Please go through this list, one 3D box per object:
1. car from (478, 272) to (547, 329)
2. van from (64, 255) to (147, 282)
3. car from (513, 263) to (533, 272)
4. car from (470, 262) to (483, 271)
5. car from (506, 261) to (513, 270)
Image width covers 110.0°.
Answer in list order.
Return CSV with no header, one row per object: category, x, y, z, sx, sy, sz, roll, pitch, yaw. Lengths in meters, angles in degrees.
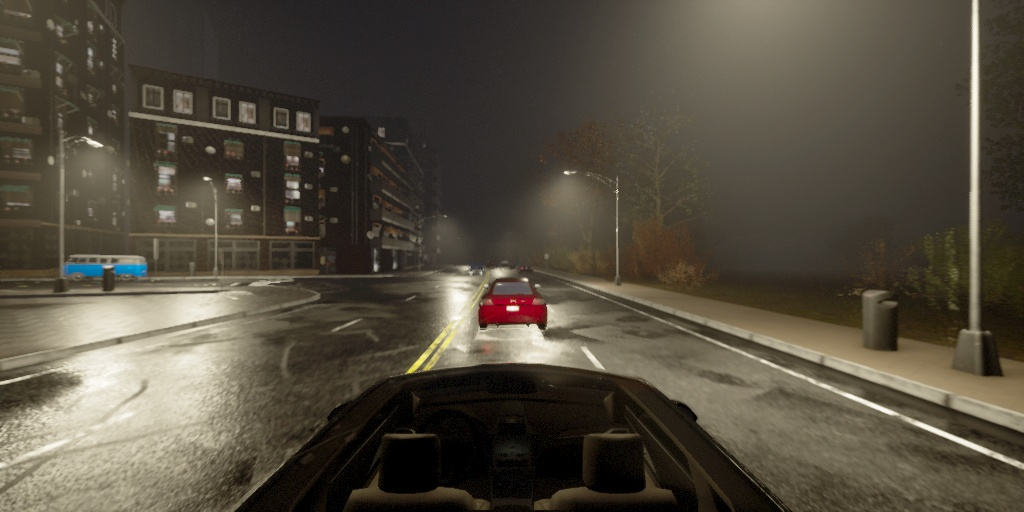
car,-0.007,1.387,11.593,1.994,1.385,4.181,0,0,-1
van,-28.131,0.836,24.870,3.998,1.789,1.690,0,0,-31
car,1.695,1.632,48.389,2.033,1.411,5.357,0,0,-4
car,-5.624,1.631,57.116,1.882,1.535,5.008,0,0,-4
car,0.508,1.781,62.380,1.895,1.301,4.718,0,0,-5
